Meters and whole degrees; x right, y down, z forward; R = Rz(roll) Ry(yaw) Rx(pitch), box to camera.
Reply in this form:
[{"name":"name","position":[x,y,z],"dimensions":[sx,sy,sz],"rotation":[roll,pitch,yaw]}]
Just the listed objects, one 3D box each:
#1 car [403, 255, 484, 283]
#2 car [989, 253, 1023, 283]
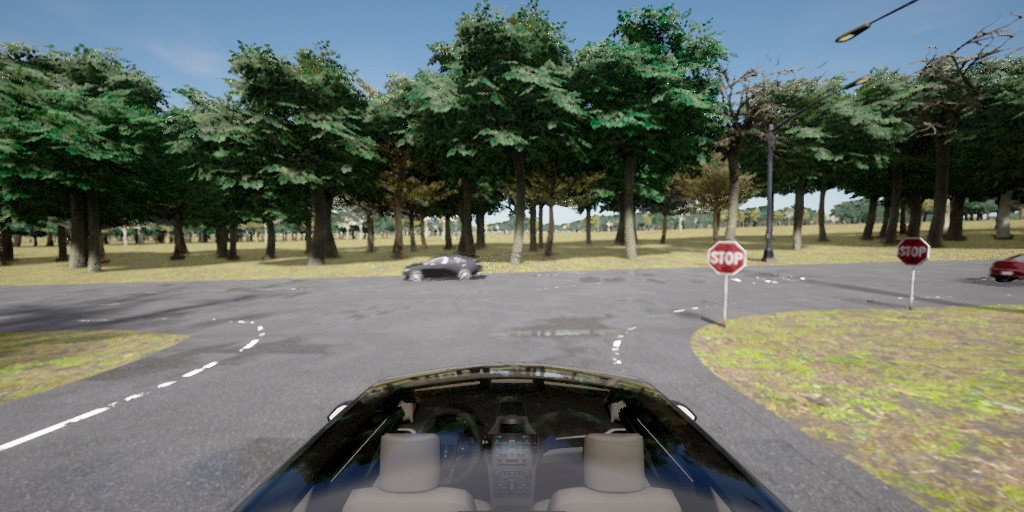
[{"name":"car","position":[-4.220,0.727,22.088],"dimensions":[4.902,1.511,2.128],"rotation":[-2,3,0]},{"name":"car","position":[23.046,0.493,15.016],"dimensions":[4.674,1.442,1.812],"rotation":[-2,4,0]}]
